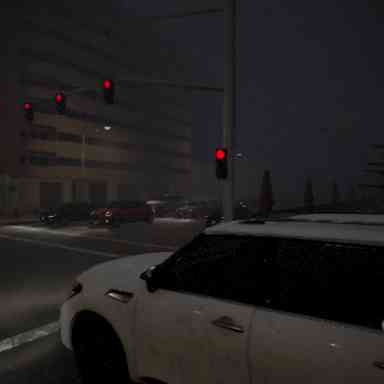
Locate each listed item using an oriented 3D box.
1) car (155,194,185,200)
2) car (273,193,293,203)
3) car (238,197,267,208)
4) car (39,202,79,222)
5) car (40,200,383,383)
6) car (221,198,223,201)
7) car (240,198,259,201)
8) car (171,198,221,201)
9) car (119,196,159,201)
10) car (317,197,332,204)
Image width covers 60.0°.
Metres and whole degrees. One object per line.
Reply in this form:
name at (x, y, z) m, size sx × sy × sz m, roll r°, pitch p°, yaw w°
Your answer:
car at (-2.625, 1.196, 31.625) m, size 2.150 × 2.045 × 5.566 m, roll 0°, pitch 0°, yaw 35°
car at (12.406, 1.200, 46.943) m, size 2.150 × 2.045 × 5.566 m, roll 0°, pitch 0°, yaw 37°
car at (8.864, 1.514, 47.980) m, size 2.033 × 1.411 × 5.357 m, roll 0°, pitch 0°, yaw 36°
car at (-8.283, 1.483, 23.551) m, size 1.837 × 1.490 × 4.892 m, roll 0°, pitch 0°, yaw 35°
car at (0.989, 1.216, 3.285) m, size 5.566 × 2.045 × 2.150 m, roll 0°, pitch 0°, yaw 38°
car at (3.114, 1.448, 39.821) m, size 1.882 × 1.535 × 5.008 m, roll 0°, pitch 0°, yaw 35°
car at (6.383, 1.488, 38.388) m, size 1.837 × 1.490 × 4.892 m, roll 0°, pitch 0°, yaw 35°
car at (0.448, 1.513, 29.902) m, size 1.812 × 1.442 × 4.674 m, roll 0°, pitch 0°, yaw 35°
car at (-4.711, 1.342, 22.553) m, size 2.097 × 1.767 × 4.553 m, roll 0°, pitch 0°, yaw 35°
car at (21.552, 1.552, 53.621) m, size 1.994 × 1.385 × 4.181 m, roll 0°, pitch 0°, yaw 35°
